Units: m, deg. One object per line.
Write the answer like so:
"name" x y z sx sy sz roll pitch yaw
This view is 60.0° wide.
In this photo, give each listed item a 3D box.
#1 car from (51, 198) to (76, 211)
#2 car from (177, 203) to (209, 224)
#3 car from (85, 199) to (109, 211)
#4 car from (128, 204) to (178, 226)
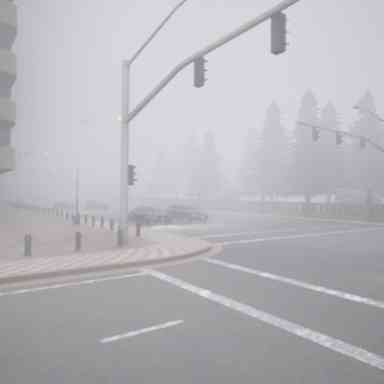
"car" -17.196 1.798 44.866 1.895 1.301 4.718 1 -1 -35
"car" -0.538 1.744 27.728 1.837 1.490 4.892 1 0 -36
"car" -12.777 1.716 44.710 1.882 1.535 5.008 1 0 -36
"car" -3.220 1.762 25.462 1.994 1.385 4.181 1 0 -36
